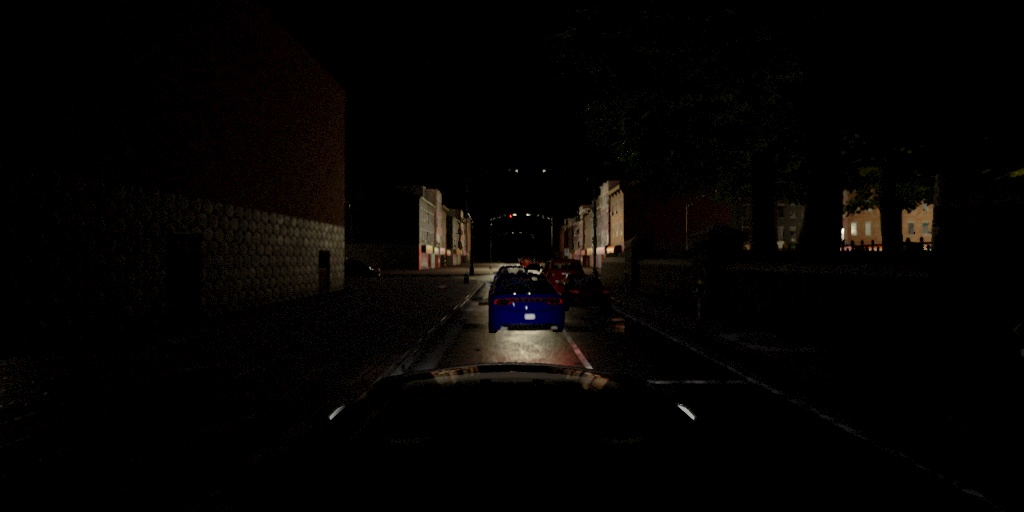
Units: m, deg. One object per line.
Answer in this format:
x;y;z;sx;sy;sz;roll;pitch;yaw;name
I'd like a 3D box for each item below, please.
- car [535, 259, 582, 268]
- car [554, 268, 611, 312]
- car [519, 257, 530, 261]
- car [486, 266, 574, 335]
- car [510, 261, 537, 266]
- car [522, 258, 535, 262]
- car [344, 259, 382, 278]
2.628;1.056;19.382;2.192;1.841;5.009;0;0;0;car
2.631;1.324;13.933;1.802;1.307;4.207;0;0;0;car
2.604;1.333;62.123;1.888;1.381;4.507;0;0;0;car
0.240;1.221;10.604;1.882;1.535;5.008;0;0;-4;car
0.060;1.219;18.425;1.882;1.535;5.008;0;0;1;car
2.613;1.305;45.811;1.888;1.381;4.507;0;0;0;car
-13.693;1.059;30.940;4.553;1.767;2.097;0;-1;0;car
